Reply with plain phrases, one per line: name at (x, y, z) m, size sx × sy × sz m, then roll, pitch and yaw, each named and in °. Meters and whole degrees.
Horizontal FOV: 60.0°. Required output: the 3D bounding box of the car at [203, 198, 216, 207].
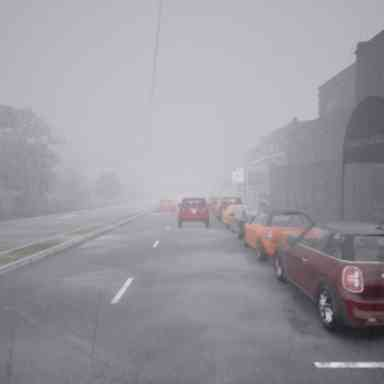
car at (3.232, 1.909, 62.260) m, size 2.231 × 1.521 × 4.892 m, roll 0°, pitch 0°, yaw 0°

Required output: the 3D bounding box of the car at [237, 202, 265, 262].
car at (3.227, 1.442, 12.637) m, size 2.185 × 1.767 × 4.553 m, roll 0°, pitch 0°, yaw 0°

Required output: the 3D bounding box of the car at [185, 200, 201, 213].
car at (0.105, 1.767, 42.103) m, size 1.882 × 1.535 × 5.008 m, roll 0°, pitch -1°, yaw 0°

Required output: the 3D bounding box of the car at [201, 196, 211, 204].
car at (3.236, 1.896, 78.812) m, size 2.185 × 1.767 × 4.553 m, roll 0°, pitch 0°, yaw 0°

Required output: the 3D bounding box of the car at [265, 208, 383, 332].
car at (3.225, 1.404, 7.111) m, size 2.185 × 1.767 × 4.553 m, roll 0°, pitch 0°, yaw 0°

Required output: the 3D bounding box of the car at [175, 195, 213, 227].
car at (0.105, 1.390, 24.294) m, size 2.150 × 2.045 × 5.566 m, roll 0°, pitch 0°, yaw 0°

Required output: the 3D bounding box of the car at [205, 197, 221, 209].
car at (3.231, 1.707, 51.311) m, size 2.185 × 1.767 × 4.553 m, roll 0°, pitch 0°, yaw 0°

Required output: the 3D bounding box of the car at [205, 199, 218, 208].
car at (3.232, 1.910, 56.739) m, size 2.002 × 1.452 × 4.674 m, roll 0°, pitch 0°, yaw 0°

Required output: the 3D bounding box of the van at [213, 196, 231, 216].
van at (3.230, 1.532, 40.410) m, size 1.878 × 1.987 × 4.442 m, roll 0°, pitch 0°, yaw 0°

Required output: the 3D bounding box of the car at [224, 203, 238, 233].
car at (3.228, 1.607, 18.186) m, size 2.231 × 1.521 × 4.892 m, roll 0°, pitch 0°, yaw 0°

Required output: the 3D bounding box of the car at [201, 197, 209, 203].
car at (3.234, 2.058, 84.554) m, size 1.946 × 1.575 × 5.366 m, roll 0°, pitch 0°, yaw 0°

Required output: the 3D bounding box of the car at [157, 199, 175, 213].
car at (-3.145, 1.639, 41.616) m, size 2.097 × 1.767 × 4.553 m, roll 0°, pitch 0°, yaw 0°

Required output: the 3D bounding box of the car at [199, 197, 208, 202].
car at (3.225, 2.136, 95.411) m, size 2.231 × 1.521 × 4.892 m, roll 0°, pitch 0°, yaw 0°

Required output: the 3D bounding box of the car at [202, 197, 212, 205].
car at (3.233, 1.982, 73.502) m, size 1.946 × 1.575 × 5.366 m, roll 0°, pitch 0°, yaw 0°
